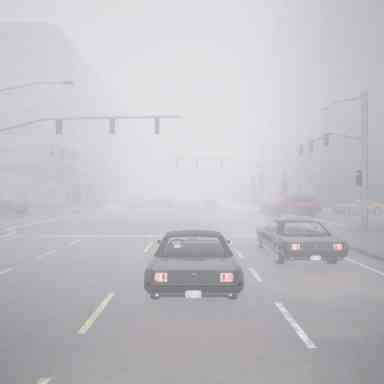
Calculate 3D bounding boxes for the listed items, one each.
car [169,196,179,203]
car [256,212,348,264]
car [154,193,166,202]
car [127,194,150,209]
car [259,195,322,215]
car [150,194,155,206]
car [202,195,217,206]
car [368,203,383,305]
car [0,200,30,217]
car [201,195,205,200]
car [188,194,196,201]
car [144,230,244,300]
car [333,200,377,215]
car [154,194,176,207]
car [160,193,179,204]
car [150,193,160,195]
[{"bbox_3d":[-3.770,1.552,70.064,1.994,1.385,4.181,0,0,1],"label":"car"},{"bbox_3d":[3.551,1.601,11.754,1.895,1.301,4.718,0,0,0],"label":"car"},{"bbox_3d":[-7.216,1.222,75.286,2.150,2.045,5.566,0,0,1],"label":"car"},{"bbox_3d":[-7.550,1.352,45.769,2.097,1.767,4.553,0,0,1],"label":"car"},{"bbox_3d":[8.900,1.270,30.166,5.566,2.045,2.150,0,0,-10],"label":"car"},{"bbox_3d":[-7.498,1.526,54.517,1.812,1.442,4.674,0,0,1],"label":"car"},{"bbox_3d":[3.140,1.601,54.910,1.895,1.301,4.718,0,0,1],"label":"car"},{"bbox_3d":[3.594,1.221,2.002,2.150,2.045,5.566,0,0,0],"label":"car"},{"bbox_3d":[-17.797,1.533,30.908,5.008,1.535,1.882,0,0,0],"label":"car"},{"bbox_3d":[3.409,1.553,87.482,1.994,1.385,4.181,0,0,1],"label":"car"},{"bbox_3d":[-0.092,1.355,87.354,2.097,1.767,4.553,0,0,1],"label":"car"},{"bbox_3d":[0.044,1.601,8.369,1.895,1.301,4.718,0,0,0],"label":"car"},{"bbox_3d":[17.215,1.533,34.366,5.008,1.535,1.882,0,0,0],"label":"car"},{"bbox_3d":[-4.006,1.492,50.457,2.128,1.511,4.902,0,0,0],"label":"car"},{"bbox_3d":[-3.935,1.221,60.152,2.150,2.045,5.566,0,0,1],"label":"car"},{"bbox_3d":[-7.361,1.222,64.854,2.150,2.045,5.566,0,0,1],"label":"car"}]
